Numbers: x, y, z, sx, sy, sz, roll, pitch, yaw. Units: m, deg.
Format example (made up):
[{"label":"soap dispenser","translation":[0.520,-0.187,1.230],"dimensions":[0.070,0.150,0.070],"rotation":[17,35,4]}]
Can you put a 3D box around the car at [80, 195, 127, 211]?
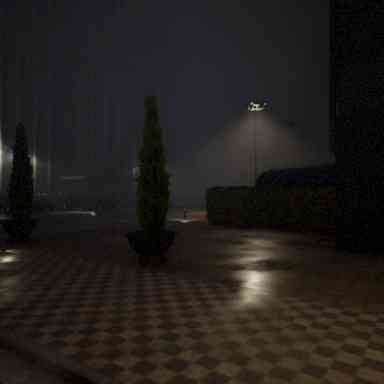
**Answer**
[{"label":"car","translation":[-10.511,1.490,40.004],"dimensions":[1.837,1.490,4.892],"rotation":[0,0,35]}]

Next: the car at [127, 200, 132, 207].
[{"label":"car","translation":[-8.062,1.475,49.627],"dimensions":[2.128,1.511,4.902],"rotation":[0,0,35]}]

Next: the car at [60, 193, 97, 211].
[{"label":"car","translation":[-14.054,1.205,41.046],"dimensions":[2.150,2.045,5.566],"rotation":[0,0,35]}]

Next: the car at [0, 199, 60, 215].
[{"label":"car","translation":[-15.842,1.490,32.344],"dimensions":[1.837,1.490,4.892],"rotation":[0,0,35]}]
